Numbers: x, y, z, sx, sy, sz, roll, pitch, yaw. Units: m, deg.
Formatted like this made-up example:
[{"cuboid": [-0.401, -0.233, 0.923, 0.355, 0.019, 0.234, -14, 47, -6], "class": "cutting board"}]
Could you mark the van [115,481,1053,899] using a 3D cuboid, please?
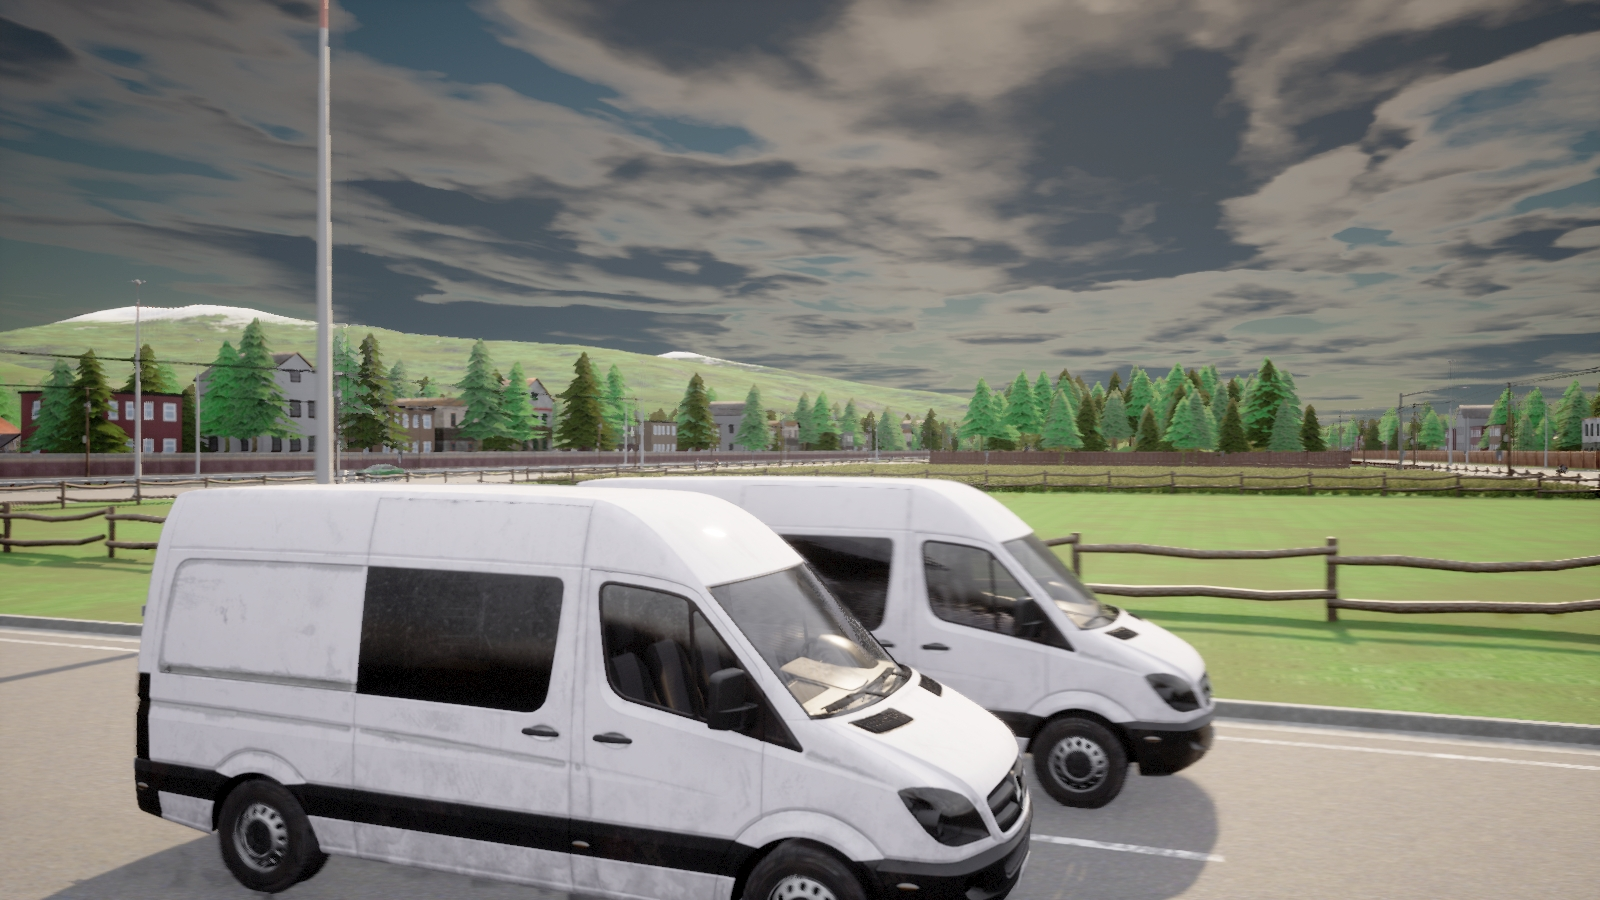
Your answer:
[{"cuboid": [-1.463, 1.535, 7.568, 5.915, 2.561, 1.988, 0, 0, 20], "class": "van"}]

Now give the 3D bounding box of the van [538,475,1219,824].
[{"cuboid": [0.696, 1.537, 10.507, 5.915, 2.561, 1.988, 0, 0, 20], "class": "van"}]
